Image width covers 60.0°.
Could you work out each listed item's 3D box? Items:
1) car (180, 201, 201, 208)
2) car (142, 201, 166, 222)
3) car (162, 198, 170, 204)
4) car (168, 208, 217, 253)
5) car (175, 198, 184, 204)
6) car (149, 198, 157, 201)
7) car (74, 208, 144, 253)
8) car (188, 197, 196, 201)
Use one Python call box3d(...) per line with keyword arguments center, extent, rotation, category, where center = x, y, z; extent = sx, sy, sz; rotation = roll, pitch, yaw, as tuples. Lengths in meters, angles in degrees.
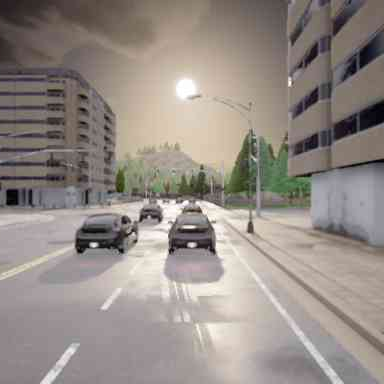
box3d(center=(0.011, 1.797, 29.308), extent=(1.837, 1.490, 4.892), rotation=(0, 0, 0), category="car")
box3d(center=(-3.548, 1.796, 29.290), extent=(1.837, 1.490, 4.892), rotation=(0, 0, -2), category="car")
box3d(center=(-6.979, 2.390, 88.567), extent=(1.812, 1.442, 4.674), rotation=(0, -1, 0), category="car")
box3d(center=(0.007, 1.649, 14.305), extent=(1.837, 1.490, 4.892), rotation=(0, 0, 0), category="car")
box3d(center=(-3.479, 2.388, 89.408), extent=(2.128, 1.511, 4.902), rotation=(0, -1, 0), category="car")
box3d(center=(-10.479, 2.391, 88.568), extent=(2.128, 1.511, 4.902), rotation=(0, -1, 0), category="car")
box3d(center=(-3.493, 1.649, 14.300), extent=(1.837, 1.490, 4.892), rotation=(0, 0, 0), category="car")
box3d(center=(0.021, 2.399, 89.679), extent=(1.812, 1.442, 4.674), rotation=(0, -1, 0), category="car")
